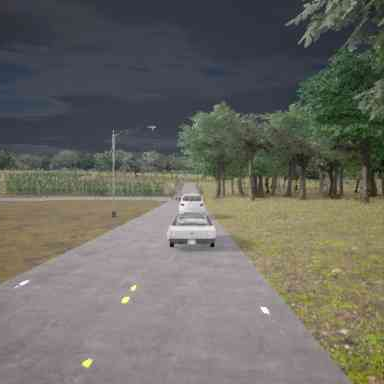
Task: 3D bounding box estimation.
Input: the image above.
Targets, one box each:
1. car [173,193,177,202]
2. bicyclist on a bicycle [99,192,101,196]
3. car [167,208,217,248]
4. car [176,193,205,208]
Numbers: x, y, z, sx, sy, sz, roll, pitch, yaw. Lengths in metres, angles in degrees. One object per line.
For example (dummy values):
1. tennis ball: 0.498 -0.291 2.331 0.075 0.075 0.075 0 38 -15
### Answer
1. car: -2.752 1.049 67.665 2.097 1.767 4.553 0 1 0
2. bicyclist on a bicycle: -23.447 0.575 84.850 0.582 1.620 1.656 0 1 -11
3. car: 0.000 1.594 14.697 1.895 1.301 4.718 0 0 0
4. car: 0.001 1.197 29.707 2.150 2.045 5.566 0 0 0
